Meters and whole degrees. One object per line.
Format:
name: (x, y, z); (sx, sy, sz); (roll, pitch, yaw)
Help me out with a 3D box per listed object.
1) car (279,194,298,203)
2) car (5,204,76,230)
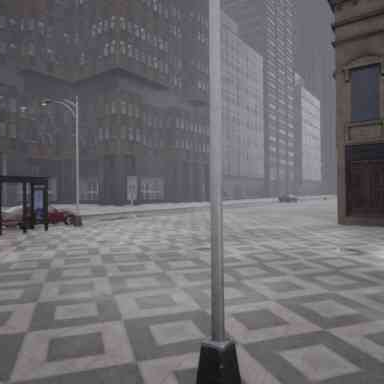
car: (16.445, 1.110, 56.507); (1.882, 1.535, 5.008); (-1, 0, 35)
car: (-9.330, 1.430, 20.314); (1.812, 1.442, 4.674); (-1, 0, 35)
